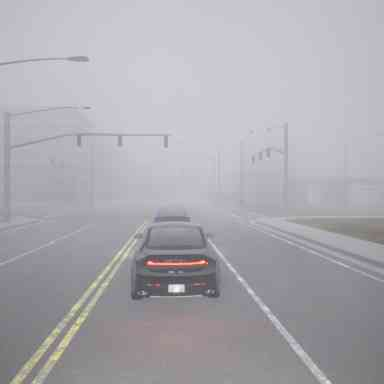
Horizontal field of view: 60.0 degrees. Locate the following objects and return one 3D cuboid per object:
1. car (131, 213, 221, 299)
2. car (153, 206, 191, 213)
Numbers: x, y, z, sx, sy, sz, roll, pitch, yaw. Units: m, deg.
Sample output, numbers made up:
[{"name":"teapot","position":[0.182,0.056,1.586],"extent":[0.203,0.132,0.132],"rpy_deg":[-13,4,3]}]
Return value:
[{"name":"car","position":[-0.438,1.505,8.458],"extent":[1.837,1.490,4.892],"rpy_deg":[0,0,-4]},{"name":"car","position":[-1.072,1.478,17.930],"extent":[1.882,1.535,5.008],"rpy_deg":[0,0,-4]}]
